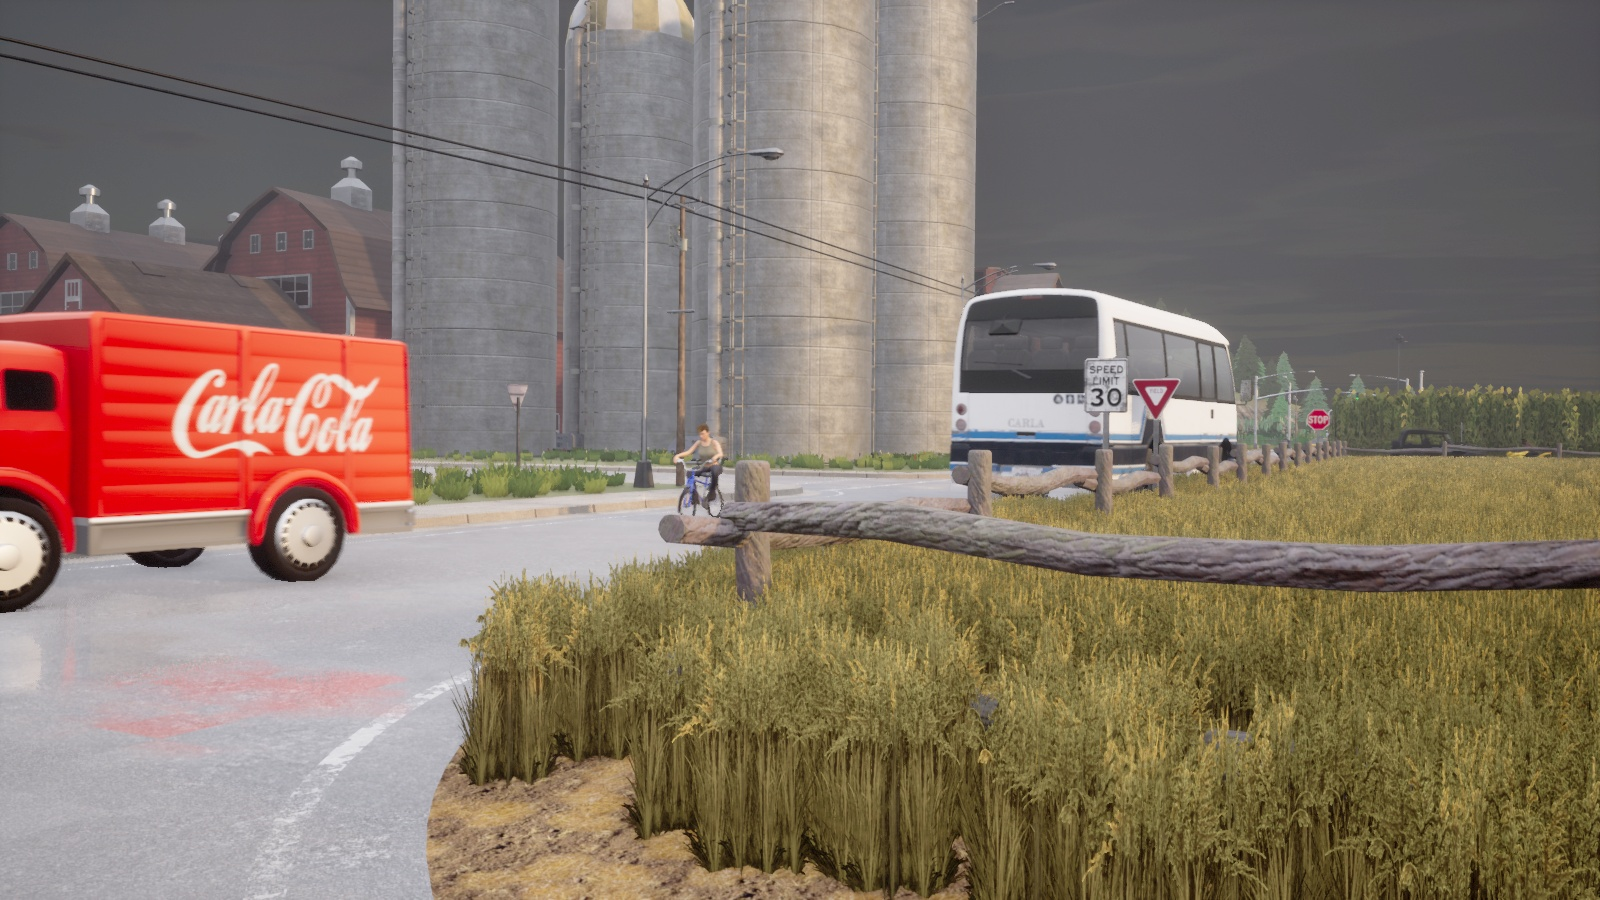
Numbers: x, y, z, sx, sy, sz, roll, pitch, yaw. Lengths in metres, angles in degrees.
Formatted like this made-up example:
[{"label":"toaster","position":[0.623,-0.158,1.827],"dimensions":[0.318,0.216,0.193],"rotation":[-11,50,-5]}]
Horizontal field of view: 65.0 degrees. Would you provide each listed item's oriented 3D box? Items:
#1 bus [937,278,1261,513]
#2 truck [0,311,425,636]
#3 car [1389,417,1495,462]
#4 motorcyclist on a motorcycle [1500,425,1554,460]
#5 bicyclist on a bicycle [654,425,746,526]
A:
[{"label":"bus","position":[7.122,-1.094,28.136],"dimensions":[3.944,4.253,10.273],"rotation":[1,1,32]},{"label":"truck","position":[-6.396,0.146,11.579],"dimensions":[2.627,2.467,5.204],"rotation":[1,1,31]},{"label":"car","position":[27.669,-0.464,54.235],"dimensions":[3.866,1.878,1.905],"rotation":[0,1,20]},{"label":"motorcyclist on a motorcycle","position":[32.189,-0.337,55.627],"dimensions":[2.044,1.523,0.797],"rotation":[0,1,27]},{"label":"bicyclist on a bicycle","position":[-1.642,0.398,20.842],"dimensions":[0.866,1.612,1.509],"rotation":[0,1,25]}]
